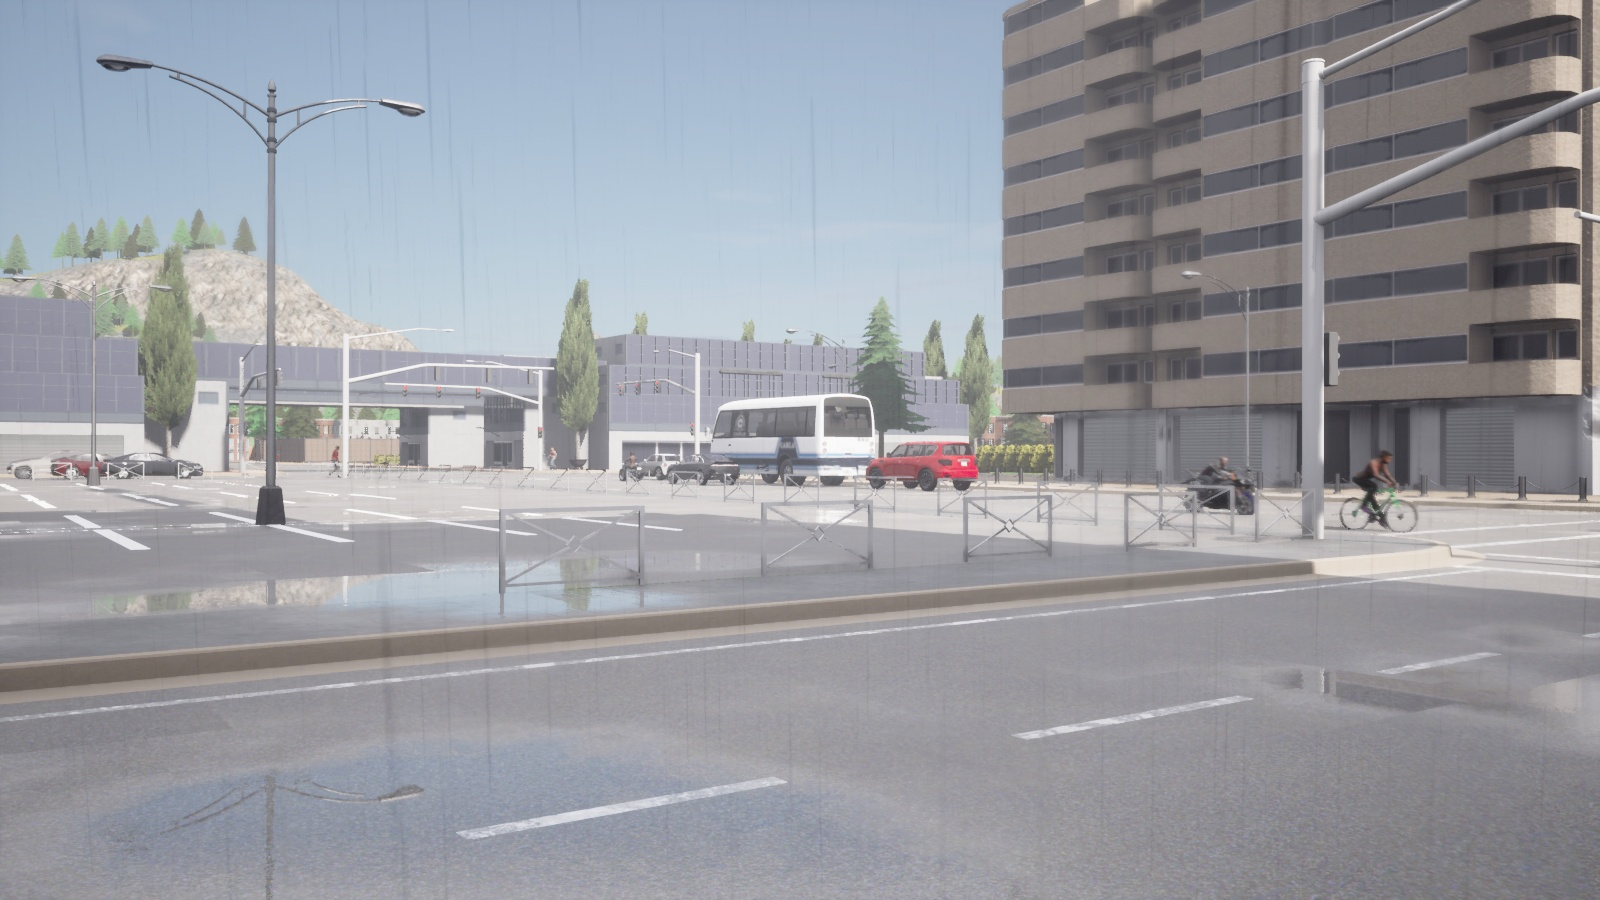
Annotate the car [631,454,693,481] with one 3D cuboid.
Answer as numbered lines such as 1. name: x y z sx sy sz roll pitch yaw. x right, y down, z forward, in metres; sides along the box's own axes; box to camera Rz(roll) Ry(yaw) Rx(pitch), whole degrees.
1. car: -7.896 0.957 71.525 1.970 1.475 3.806 0 0 -34

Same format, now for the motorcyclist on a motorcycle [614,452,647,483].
1. motorcyclist on a motorcycle: -9.068 0.934 67.065 0.766 1.649 2.350 0 0 -35

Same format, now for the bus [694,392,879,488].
1. bus: -0.890 -0.424 61.381 3.944 4.253 10.273 0 0 -35

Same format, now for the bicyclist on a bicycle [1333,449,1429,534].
1. bicyclist on a bicycle: 11.517 0.790 24.950 0.582 1.620 1.656 0 0 -35

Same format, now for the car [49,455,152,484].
1. car: -38.436 1.050 69.001 4.792 1.488 2.163 0 0 -33

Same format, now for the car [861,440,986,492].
1. car: 5.098 0.637 52.720 2.150 2.045 5.566 0 0 -35

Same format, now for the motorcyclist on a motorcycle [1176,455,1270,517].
1. motorcyclist on a motorcycle: 10.800 0.891 32.145 0.866 1.530 2.191 0 0 -35

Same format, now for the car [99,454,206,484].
1. car: -34.676 0.995 67.294 4.902 1.511 2.128 0 0 -34

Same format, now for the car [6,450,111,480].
1. car: -41.873 0.841 70.933 5.027 1.651 2.152 0 0 -33

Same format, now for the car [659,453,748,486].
1. car: -4.736 0.915 60.790 2.128 1.511 4.902 0 0 -34
